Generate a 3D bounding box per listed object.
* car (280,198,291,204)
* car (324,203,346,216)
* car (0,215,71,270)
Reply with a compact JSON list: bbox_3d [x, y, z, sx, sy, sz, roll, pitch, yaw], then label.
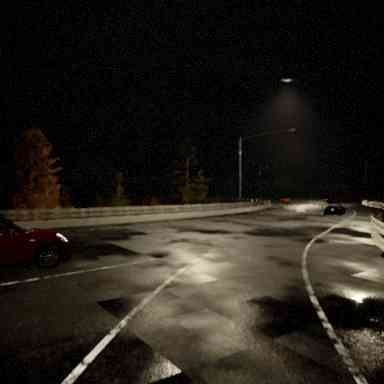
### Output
[{"bbox_3d":[23.478,2.172,84.004,2.097,1.767,4.553,0,-1,5],"label":"car"},{"bbox_3d":[16.483,1.960,38.337,1.994,1.385,4.181,0,-1,30],"label":"car"},{"bbox_3d":[-5.950,1.415,9.635,4.553,1.767,2.097,1,-1,-43],"label":"car"}]
